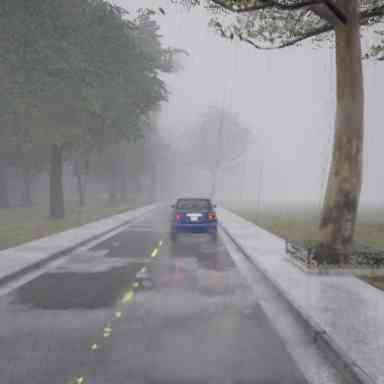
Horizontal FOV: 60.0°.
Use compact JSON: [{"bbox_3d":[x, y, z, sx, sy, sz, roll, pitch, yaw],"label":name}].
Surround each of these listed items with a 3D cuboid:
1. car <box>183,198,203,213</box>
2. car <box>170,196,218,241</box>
[{"bbox_3d":[0.097,1.505,37.603,2.128,1.511,4.902,0,0,0],"label":"car"},{"bbox_3d":[0.098,1.229,16.894,2.150,2.045,5.566,0,0,0],"label":"car"}]
